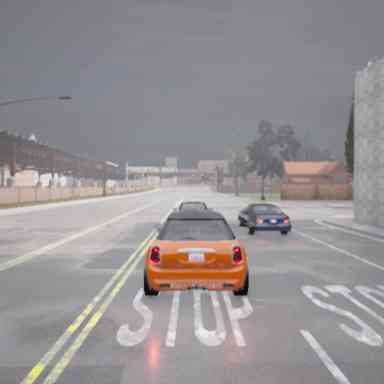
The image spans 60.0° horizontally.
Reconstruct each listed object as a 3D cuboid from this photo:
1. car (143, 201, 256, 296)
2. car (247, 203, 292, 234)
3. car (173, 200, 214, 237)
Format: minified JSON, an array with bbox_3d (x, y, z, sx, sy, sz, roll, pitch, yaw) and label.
[{"bbox_3d":[0.078,1.222,8.437,2.097,1.767,4.553,0,1,0],"label":"car"},{"bbox_3d":[3.555,1.285,17.071,2.033,1.411,5.357,0,1,0],"label":"car"},{"bbox_3d":[0.055,1.237,17.448,1.837,1.490,4.892,0,1,0],"label":"car"}]
